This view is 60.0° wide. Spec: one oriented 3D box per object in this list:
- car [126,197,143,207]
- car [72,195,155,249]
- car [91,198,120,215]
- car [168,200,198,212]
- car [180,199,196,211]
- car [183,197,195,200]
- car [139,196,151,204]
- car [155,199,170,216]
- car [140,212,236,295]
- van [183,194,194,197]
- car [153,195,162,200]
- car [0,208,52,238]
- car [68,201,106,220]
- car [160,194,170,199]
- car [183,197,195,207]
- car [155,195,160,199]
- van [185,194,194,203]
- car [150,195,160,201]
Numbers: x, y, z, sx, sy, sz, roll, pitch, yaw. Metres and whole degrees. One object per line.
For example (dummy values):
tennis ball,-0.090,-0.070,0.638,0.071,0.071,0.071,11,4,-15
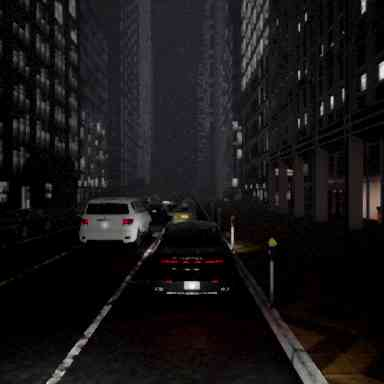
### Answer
car,-8.837,1.522,51.504,1.947,1.339,4.313,0,0,0
car,-3.145,1.254,14.684,2.150,2.045,5.566,0,0,0
car,-8.838,1.422,34.411,1.967,1.590,4.097,0,0,0
car,-0.457,1.517,23.179,1.752,1.417,4.829,0,0,0
car,-0.456,1.556,40.107,1.802,1.307,4.206,0,0,0
car,-0.457,1.532,34.409,2.008,1.369,4.403,0,0,0
car,-8.837,1.517,62.901,1.802,1.307,4.206,0,0,0
car,-3.145,1.560,29.655,1.994,1.385,4.181,0,0,0
car,0.000,1.501,8.650,1.837,1.490,4.892,0,0,0
van,-0.457,1.307,45.805,1.690,1.788,3.998,0,0,0
car,-8.836,1.437,85.694,2.008,1.369,4.403,0,0,0
car,-8.838,1.545,17.314,2.008,1.369,4.403,0,0,0
car,-8.838,1.513,28.540,1.752,1.417,4.829,0,0,0
car,-6.145,1.431,76.141,2.128,1.511,4.902,0,0,0
car,-0.456,1.501,51.503,1.887,1.381,4.507,0,0,0
car,-8.837,1.457,74.298,1.887,1.381,4.507,0,0,0
van,-0.456,1.265,68.597,1.690,1.788,3.998,0,0,0
car,-8.836,1.482,79.997,1.802,1.307,4.206,0,0,0
